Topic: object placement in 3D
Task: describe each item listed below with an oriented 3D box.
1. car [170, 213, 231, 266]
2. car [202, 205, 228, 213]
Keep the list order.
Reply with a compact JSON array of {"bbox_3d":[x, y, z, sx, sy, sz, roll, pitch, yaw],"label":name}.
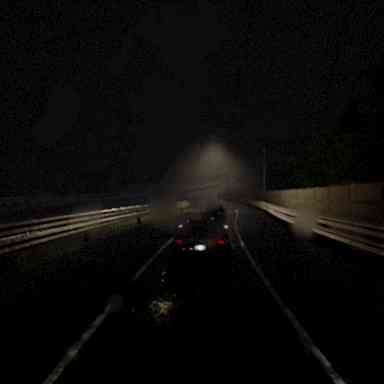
[{"bbox_3d":[0.405,1.694,12.189,1.994,1.385,4.181,0,-1,4],"label":"car"},{"bbox_3d":[1.827,1.782,27.126,2.128,1.511,4.902,0,0,8],"label":"car"}]
